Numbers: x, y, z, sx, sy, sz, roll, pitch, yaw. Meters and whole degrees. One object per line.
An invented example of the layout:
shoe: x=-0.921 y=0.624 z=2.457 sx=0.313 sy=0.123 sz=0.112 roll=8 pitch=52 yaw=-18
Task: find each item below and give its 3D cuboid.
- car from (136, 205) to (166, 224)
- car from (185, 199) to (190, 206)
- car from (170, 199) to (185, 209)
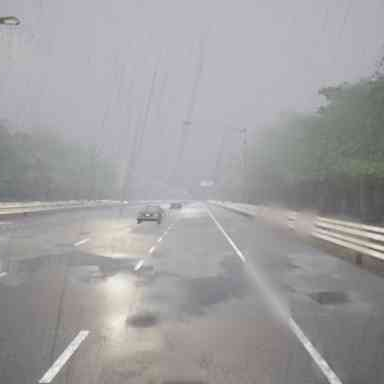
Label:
car: x=-3.204 y=1.778 z=26.790 sx=2.033 sy=1.411 sz=5.357 roll=1 pitch=-1 yaw=1
car: x=-2.152 y=2.917 z=87.443 sx=1.837 sy=1.490 sz=4.892 roll=1 pitch=-1 yaw=1
car: x=-2.706 y=2.239 z=58.283 sx=1.882 sy=1.535 sz=5.008 roll=1 pitch=-1 yaw=1
